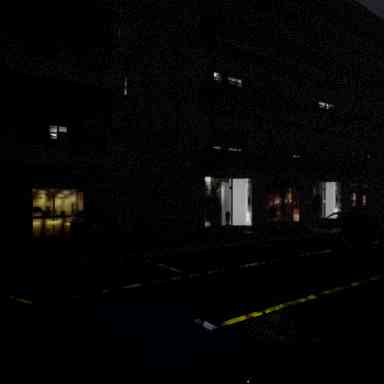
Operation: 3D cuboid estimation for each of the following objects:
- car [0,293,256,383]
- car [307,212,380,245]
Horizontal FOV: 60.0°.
[{"bbox_3d":[-1.705,1.477,2.217,5.008,1.535,1.882,0,0,-36],"label":"car"},{"bbox_3d":[7.172,1.582,15.538,4.206,1.307,1.802,0,0,-35],"label":"car"}]
